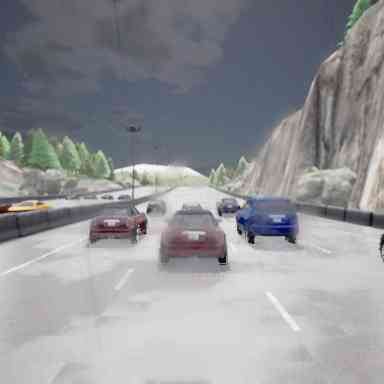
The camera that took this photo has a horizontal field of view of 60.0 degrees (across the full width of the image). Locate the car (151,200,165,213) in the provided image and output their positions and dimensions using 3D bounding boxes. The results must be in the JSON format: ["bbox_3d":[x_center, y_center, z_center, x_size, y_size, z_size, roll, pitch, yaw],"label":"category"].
[{"bbox_3d":[-3.528,1.516,33.766,1.812,1.442,4.674,0,0,0],"label":"car"}]

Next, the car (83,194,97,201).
[{"bbox_3d":[-21.266,1.070,69.643,1.994,1.385,4.181,0,1,0],"label":"car"}]

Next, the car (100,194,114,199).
[{"bbox_3d":[-17.766,1.070,69.657,1.994,1.385,4.181,0,1,0],"label":"car"}]

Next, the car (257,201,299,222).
[{"bbox_3d":[6.993,1.568,27.683,2.033,1.411,5.357,0,0,0],"label":"car"}]

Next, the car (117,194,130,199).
[{"bbox_3d":[-14.266,1.056,69.670,2.033,1.411,5.357,0,1,0],"label":"car"}]

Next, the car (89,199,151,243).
[{"bbox_3d":[-3.463,1.401,16.429,2.097,1.767,4.553,0,0,0],"label":"car"}]

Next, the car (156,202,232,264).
[{"bbox_3d":[0.048,1.395,12.163,2.097,1.767,4.553,0,0,0],"label":"car"}]

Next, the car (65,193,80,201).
[{"bbox_3d":[-24.765,1.051,69.212,2.128,1.511,4.902,0,1,0],"label":"car"}]

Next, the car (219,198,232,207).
[{"bbox_3d":[3.475,1.349,32.574,2.097,1.767,4.553,0,0,0],"label":"car"}]

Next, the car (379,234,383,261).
[{"bbox_3d":[7.053,1.516,8.879,1.882,1.535,5.008,0,0,0],"label":"car"}]

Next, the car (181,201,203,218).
[{"bbox_3d":[-0.018,1.607,31.127,1.895,1.301,4.718,0,0,0],"label":"car"}]

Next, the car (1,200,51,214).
[{"bbox_3d":[-14.206,1.495,29.269,1.882,1.535,5.008,0,0,0],"label":"car"}]

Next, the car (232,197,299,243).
[{"bbox_3d":[3.540,1.269,16.496,2.150,2.045,5.566,0,0,0],"label":"car"}]
